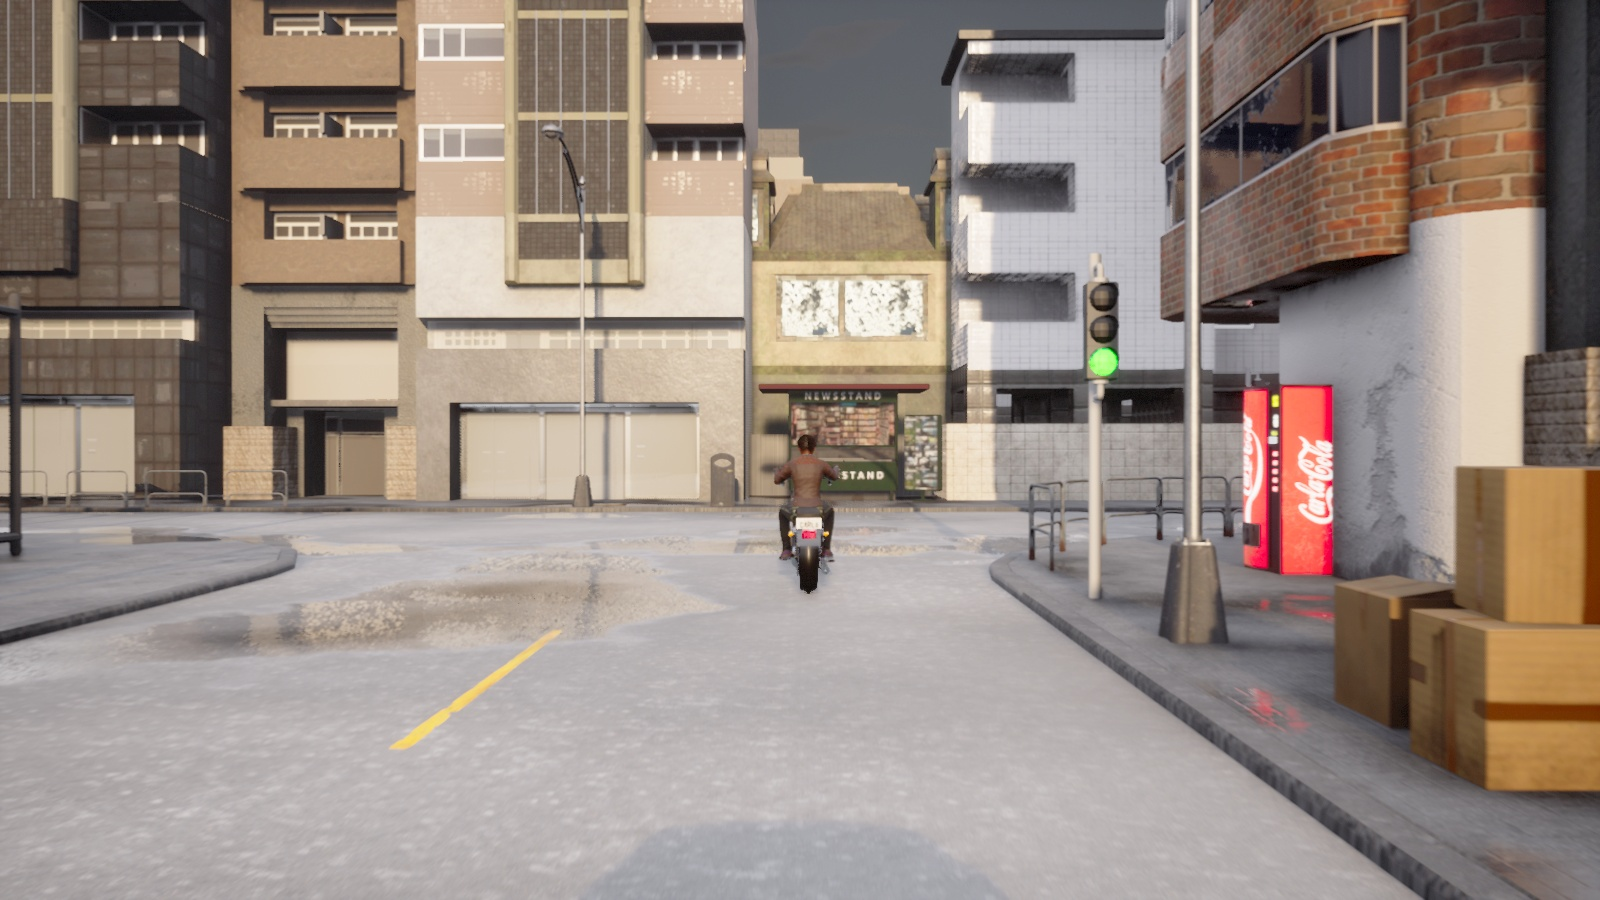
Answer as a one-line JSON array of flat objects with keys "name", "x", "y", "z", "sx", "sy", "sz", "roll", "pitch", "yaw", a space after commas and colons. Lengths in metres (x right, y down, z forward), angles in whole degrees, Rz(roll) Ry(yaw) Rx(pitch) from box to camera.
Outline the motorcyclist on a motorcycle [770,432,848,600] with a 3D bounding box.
[{"name": "motorcyclist on a motorcycle", "x": 0.069, "y": 0.643, "z": 13.504, "sx": 0.766, "sy": 1.649, "sz": 2.350, "roll": 0, "pitch": 0, "yaw": -1}]
